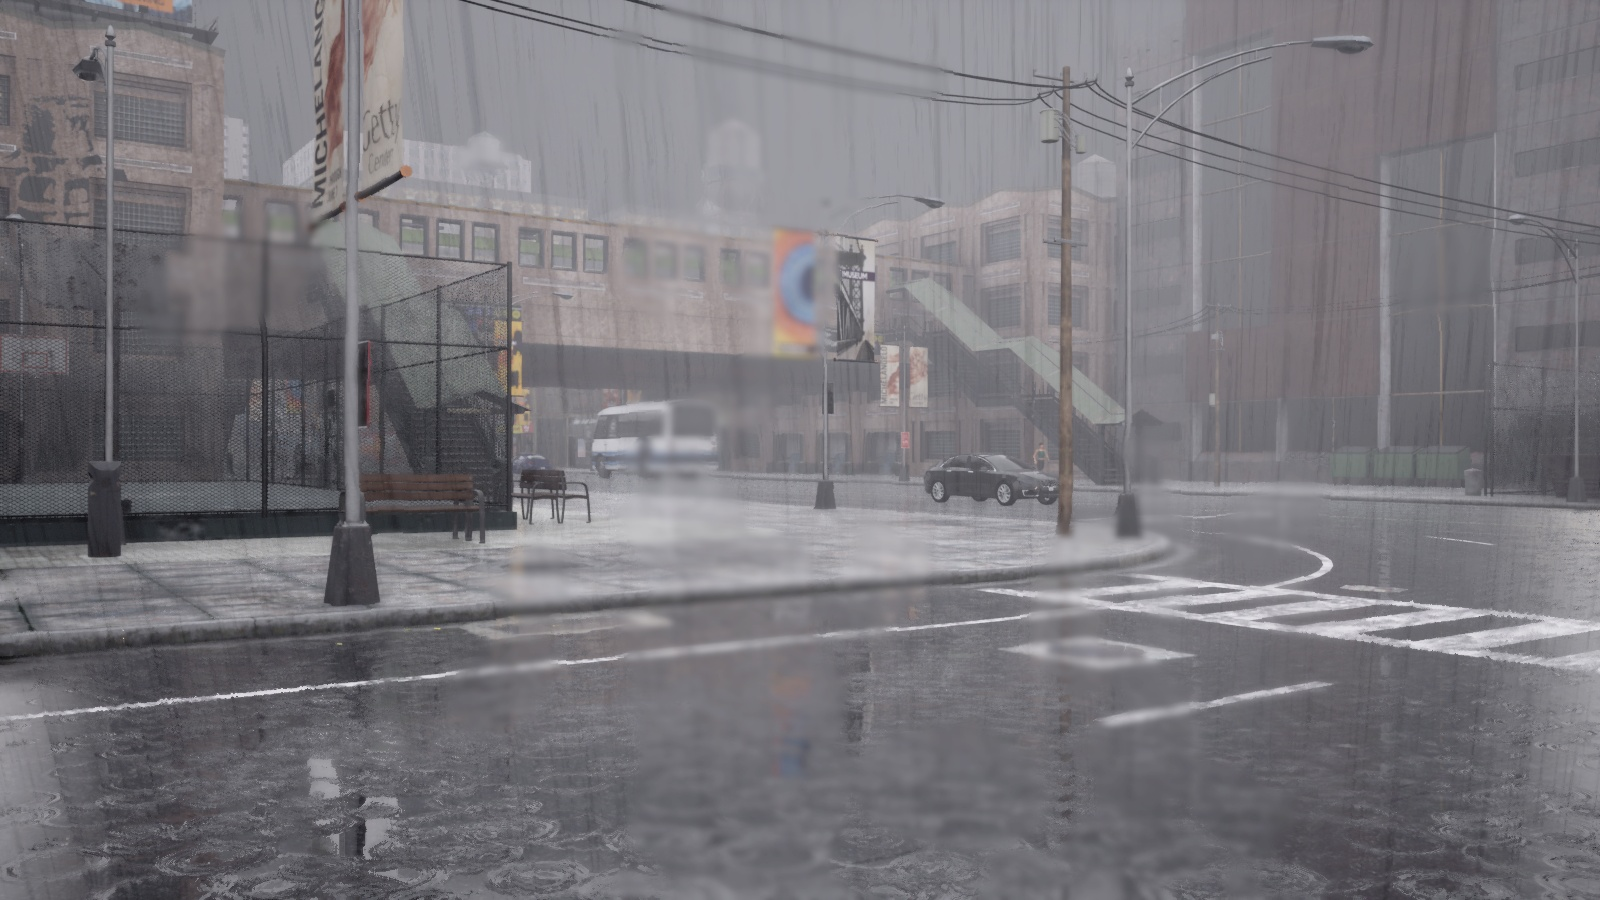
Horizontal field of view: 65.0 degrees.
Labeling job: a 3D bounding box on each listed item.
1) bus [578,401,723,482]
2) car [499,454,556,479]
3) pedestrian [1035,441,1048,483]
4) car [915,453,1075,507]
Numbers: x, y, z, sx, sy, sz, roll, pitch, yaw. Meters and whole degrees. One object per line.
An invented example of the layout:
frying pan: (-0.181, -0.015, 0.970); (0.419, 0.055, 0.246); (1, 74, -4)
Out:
bus: (-8.668, -0.439, 71.343); (3.944, 4.253, 10.273); (0, 0, -34)
car: (-16.782, 0.995, 77.114); (1.812, 1.442, 4.674); (0, 0, -34)
pedestrian: (10.460, 0.512, 54.431); (0.345, 1.836, 0.594); (0, 0, -15)
car: (5.709, 0.829, 37.355); (1.837, 1.490, 4.892); (0, 0, -34)
